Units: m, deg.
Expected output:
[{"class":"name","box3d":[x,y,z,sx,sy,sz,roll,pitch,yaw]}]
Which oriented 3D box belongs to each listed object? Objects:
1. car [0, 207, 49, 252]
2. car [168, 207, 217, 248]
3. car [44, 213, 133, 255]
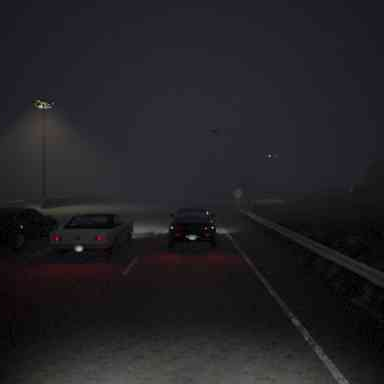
[{"class":"car","box3d":[-6.978,1.347,13.154,1.837,1.490,4.892,0,1,0]},{"class":"car","box3d":[0.026,1.358,13.823,1.812,1.442,4.674,0,1,0]},{"class":"car","box3d":[-3.483,1.449,12.527,1.895,1.301,4.718,0,1,0]}]
